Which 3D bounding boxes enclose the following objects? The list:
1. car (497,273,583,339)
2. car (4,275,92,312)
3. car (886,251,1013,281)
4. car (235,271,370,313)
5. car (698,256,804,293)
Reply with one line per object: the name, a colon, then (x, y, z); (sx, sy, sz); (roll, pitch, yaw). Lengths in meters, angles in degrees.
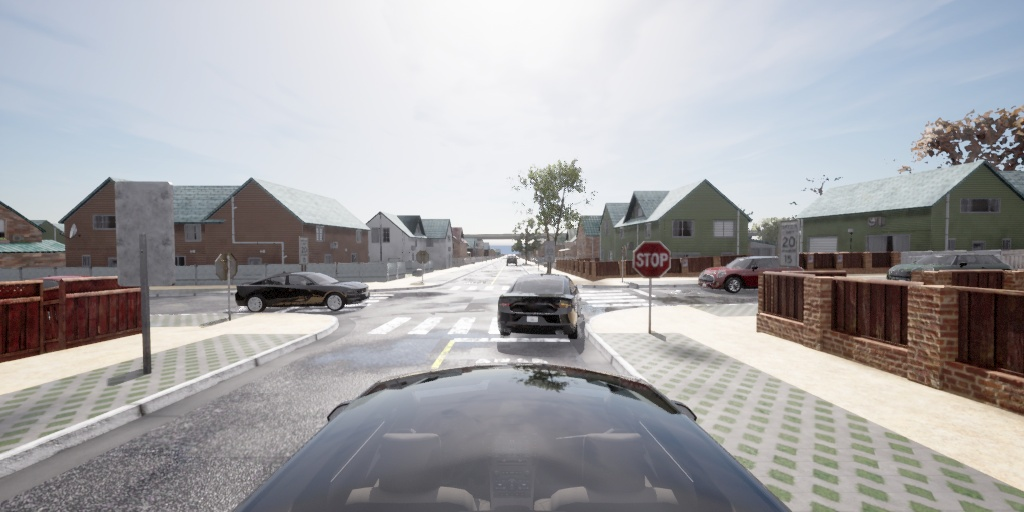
car: (0.955, 1.224, 10.207); (1.882, 1.535, 5.008); (0, 0, 12)
car: (-18.026, 1.546, 14.664); (5.008, 1.535, 1.882); (-1, 2, 0)
car: (21.696, 0.646, 17.895); (4.553, 1.767, 2.097); (-1, 2, 0)
car: (-8.473, 1.376, 14.730); (5.008, 1.535, 1.882); (-1, 2, 0)
car: (11.801, 0.820, 17.820); (4.553, 1.767, 2.097); (-1, 2, 0)
